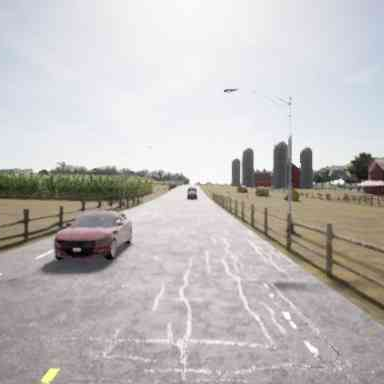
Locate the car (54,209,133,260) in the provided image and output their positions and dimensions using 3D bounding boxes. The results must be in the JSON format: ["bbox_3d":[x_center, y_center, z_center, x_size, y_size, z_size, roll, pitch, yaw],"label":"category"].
[{"bbox_3d":[-3.494,1.463,12.595,1.882,1.535,5.008,0,1,0],"label":"car"}]

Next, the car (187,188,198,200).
[{"bbox_3d":[0.033,0.551,61.306,1.882,1.535,5.008,0,2,0],"label":"car"}]
